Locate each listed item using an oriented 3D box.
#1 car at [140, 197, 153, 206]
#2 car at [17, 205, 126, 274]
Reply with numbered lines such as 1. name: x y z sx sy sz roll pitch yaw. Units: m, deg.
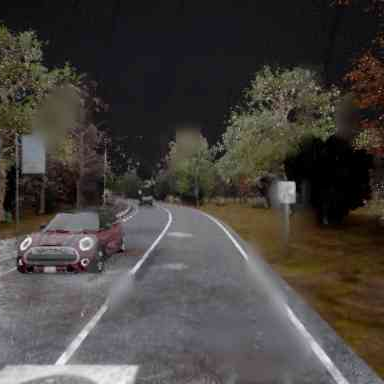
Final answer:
1. car: -7.070 1.420 51.248 2.033 1.411 5.357 1 0 -12
2. car: -3.516 1.335 10.524 2.097 1.767 4.553 0 0 0
